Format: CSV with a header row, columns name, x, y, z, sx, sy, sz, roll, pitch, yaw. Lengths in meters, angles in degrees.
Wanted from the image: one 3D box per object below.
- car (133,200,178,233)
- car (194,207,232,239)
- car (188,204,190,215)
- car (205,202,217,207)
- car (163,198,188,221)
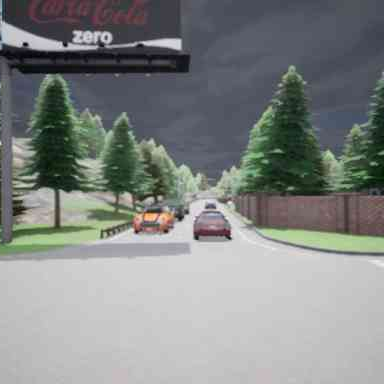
name,x,y,z,sx,sy,sz,roll,pitch,yaw
car,-2.372,1.632,21.643,2.097,1.767,4.553,-1,-1,3
car,1.118,1.768,18.694,1.994,1.385,4.181,-1,-1,2
car,-1.362,1.851,40.964,2.097,1.767,4.553,-1,-1,3
car,2.990,2.207,53.620,1.895,1.301,4.718,-1,-1,3
car,-1.875,1.610,31.229,2.150,2.045,5.566,-1,-1,3
